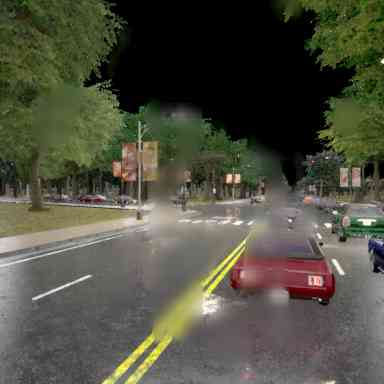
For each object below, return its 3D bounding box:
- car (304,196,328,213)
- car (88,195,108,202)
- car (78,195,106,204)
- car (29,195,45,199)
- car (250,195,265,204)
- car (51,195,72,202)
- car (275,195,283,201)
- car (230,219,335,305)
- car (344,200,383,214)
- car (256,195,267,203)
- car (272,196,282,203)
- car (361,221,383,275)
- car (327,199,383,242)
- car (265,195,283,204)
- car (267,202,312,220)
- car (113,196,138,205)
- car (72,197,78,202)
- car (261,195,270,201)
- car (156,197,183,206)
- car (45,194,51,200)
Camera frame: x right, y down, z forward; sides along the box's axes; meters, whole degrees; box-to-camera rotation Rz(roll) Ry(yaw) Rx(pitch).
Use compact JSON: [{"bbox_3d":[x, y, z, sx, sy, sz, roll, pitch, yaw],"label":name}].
[{"bbox_3d":[14.294,1.515,37.833,4.902,1.511,2.128,0,0,40],"label":"car"},{"bbox_3d":[-20.178,1.309,71.028,4.674,1.442,1.812,0,0,40],"label":"car"},{"bbox_3d":[-18.369,1.423,60.932,4.718,1.301,1.895,0,0,41],"label":"car"},{"bbox_3d":[-39.423,1.225,83.005,4.674,1.442,1.812,0,0,40],"label":"car"},{"bbox_3d":[12.368,1.555,63.631,2.033,1.411,5.357,0,0,18],"label":"car"},{"bbox_3d":[-26.114,1.300,67.529,4.674,1.442,1.812,0,0,40],"label":"car"},{"bbox_3d":[21.572,1.490,82.299,1.882,1.535,5.008,0,0,17],"label":"car"},{"bbox_3d":[2.255,1.601,8.207,1.895,1.301,4.718,0,0,17],"label":"car"},{"bbox_3d":[19.787,1.609,37.658,4.181,1.385,1.994,1,1,44],"label":"car"},{"bbox_3d":[15.321,1.487,73.072,1.882,1.535,5.008,0,0,17],"label":"car"},{"bbox_3d":[18.513,1.605,72.390,1.895,1.301,4.718,0,0,17],"label":"car"},{"bbox_3d":[5.463,1.601,7.596,1.895,1.301,4.718,0,0,17],"label":"car"},{"bbox_3d":[8.069,1.352,16.199,2.097,1.767,4.553,0,0,17],"label":"car"},{"bbox_3d":[15.442,1.555,62.587,2.033,1.411,5.357,0,0,18],"label":"car"},{"bbox_3d":[4.935,1.505,17.070,1.837,1.490,4.892,0,0,17],"label":"car"},{"bbox_3d":[-10.938,1.361,54.653,4.902,1.511,2.128,0,0,41],"label":"car"},{"bbox_3d":[-22.039,1.264,68.385,5.008,1.535,1.882,0,0,40],"label":"car"},{"bbox_3d":[18.351,1.536,82.881,1.812,1.442,4.674,0,0,17],"label":"car"},{"bbox_3d":[-3.545,1.504,52.878,4.718,1.301,1.895,0,0,40],"label":"car"},{"bbox_3d":[-37.048,1.226,85.253,4.674,1.442,1.812,0,0,40],"label":"car"}]
